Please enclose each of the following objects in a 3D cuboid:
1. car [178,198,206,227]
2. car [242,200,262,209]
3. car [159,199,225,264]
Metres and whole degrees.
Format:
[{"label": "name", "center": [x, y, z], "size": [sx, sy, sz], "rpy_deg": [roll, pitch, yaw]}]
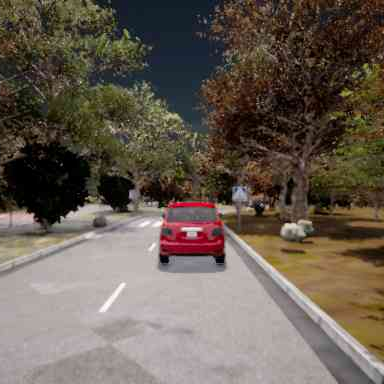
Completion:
[{"label": "car", "center": [0.034, 1.580, 27.621], "size": [2.150, 2.045, 5.566], "rpy_deg": [0, 0, 1]}, {"label": "car", "center": [11.599, 2.239, 63.900], "size": [2.097, 1.767, 4.553], "rpy_deg": [-1, -2, 43]}, {"label": "car", "center": [0.013, 1.382, 12.619], "size": [2.150, 2.045, 5.566], "rpy_deg": [0, 0, 0]}]
